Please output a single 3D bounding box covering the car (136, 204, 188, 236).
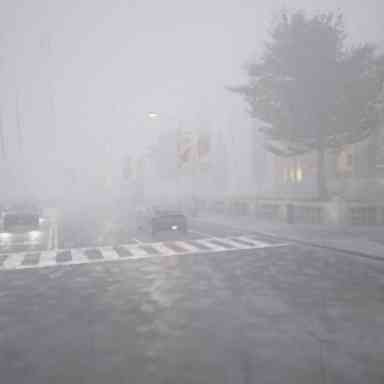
[{"bbox_3d":[-1.730,1.431,17.996,1.837,1.490,4.892,-1,0,-22],"label":"car"}]

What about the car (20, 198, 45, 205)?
[{"bbox_3d":[-14.767,1.542,30.654,1.812,1.442,4.674,-1,0,-24],"label":"car"}]

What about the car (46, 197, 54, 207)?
[{"bbox_3d":[-23.414,1.541,50.433,4.674,1.442,1.812,0,0,39],"label":"car"}]

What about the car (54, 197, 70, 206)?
[{"bbox_3d":[-21.467,1.468,53.360,4.902,1.511,2.128,0,0,39],"label":"car"}]

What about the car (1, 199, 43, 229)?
[{"bbox_3d":[-11.164,1.496,22.103,1.882,1.535,5.008,-1,0,-24],"label":"car"}]

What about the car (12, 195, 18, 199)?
[{"bbox_3d":[-31.590,1.685,56.120,4.718,1.301,1.895,-1,0,25],"label":"car"}]

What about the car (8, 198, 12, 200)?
[{"bbox_3d":[-23.115,1.619,39.230,2.033,1.411,5.357,-1,0,-36],"label":"car"}]

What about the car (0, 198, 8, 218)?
[{"bbox_3d":[-18.312,1.414,30.001,2.097,1.767,4.553,-1,0,-24],"label":"car"}]

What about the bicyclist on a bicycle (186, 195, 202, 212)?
[{"bbox_3d":[0.182,1.126,32.570,1.656,1.620,0.582,-1,0,-23],"label":"bicyclist on a bicycle"}]

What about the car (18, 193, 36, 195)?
[{"bbox_3d":[-29.902,1.278,59.181,5.566,2.045,2.150,-1,0,25],"label":"car"}]

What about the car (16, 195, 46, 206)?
[{"bbox_3d":[-19.429,1.515,39.983,2.128,1.511,4.902,-1,0,-33],"label":"car"}]
